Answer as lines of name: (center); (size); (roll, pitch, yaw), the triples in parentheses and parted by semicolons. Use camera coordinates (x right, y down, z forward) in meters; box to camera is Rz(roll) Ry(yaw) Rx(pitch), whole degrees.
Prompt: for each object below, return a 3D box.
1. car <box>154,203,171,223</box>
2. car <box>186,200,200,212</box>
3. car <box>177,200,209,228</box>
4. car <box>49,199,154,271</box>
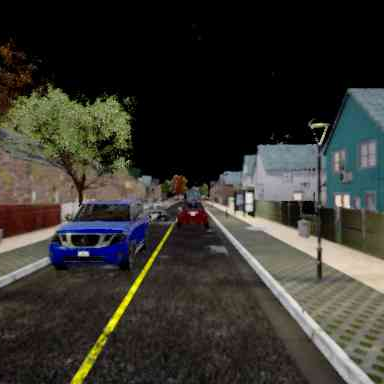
car: (-2.774, 1.650, 27.361); (2.128, 1.511, 4.902); (0, 0, 1)
car: (0.116, 1.801, 43.018); (1.812, 1.442, 4.674); (0, -1, 0)
car: (0.081, 1.482, 23.496); (2.097, 1.767, 4.553); (0, -1, 0)
car: (-2.812, 1.278, 11.418); (2.150, 2.045, 5.566); (0, -1, 0)
